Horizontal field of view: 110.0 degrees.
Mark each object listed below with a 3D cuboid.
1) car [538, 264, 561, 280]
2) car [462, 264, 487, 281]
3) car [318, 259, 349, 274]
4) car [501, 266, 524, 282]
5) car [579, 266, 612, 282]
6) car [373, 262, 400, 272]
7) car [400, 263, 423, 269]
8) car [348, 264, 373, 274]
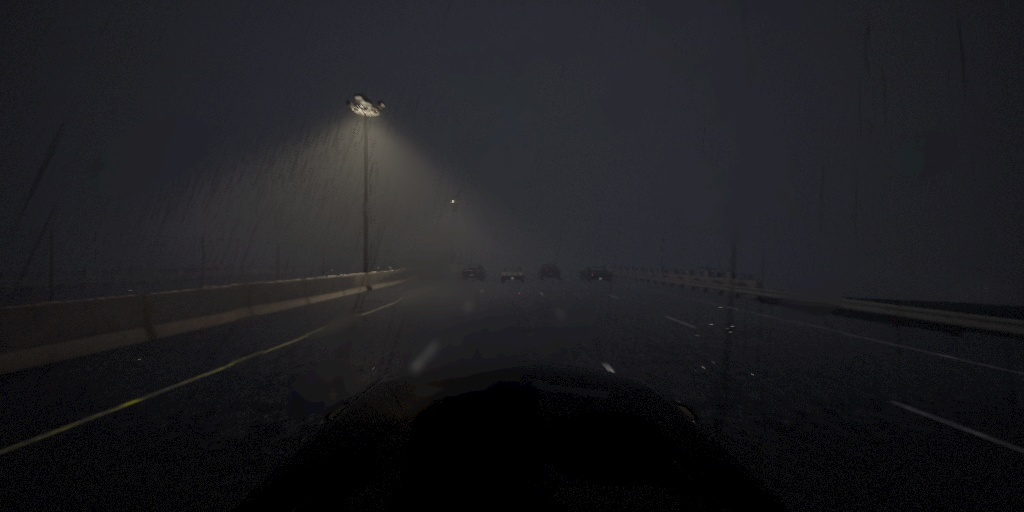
[{"bbox_3d":[3.544,1.458,34.488,1.882,1.535,5.008,0,0,0],"label":"car"},{"bbox_3d":[-3.458,1.472,33.357,2.128,1.511,4.902,0,-1,0],"label":"car"},{"bbox_3d":[-24.611,1.475,49.801,2.150,2.045,5.566,0,-1,1],"label":"car"},{"bbox_3d":[0.038,1.559,31.481,1.895,1.301,4.718,0,-1,0],"label":"car"},{"bbox_3d":[7.035,1.542,30.723,1.895,1.301,4.718,0,-1,0],"label":"car"},{"bbox_3d":[-17.610,1.629,51.463,2.097,1.767,4.553,0,-1,1],"label":"car"},{"bbox_3d":[-14.112,1.778,51.559,1.837,1.490,4.892,0,-1,0],"label":"car"},{"bbox_3d":[-21.108,1.844,51.356,1.994,1.385,4.181,0,-1,1],"label":"car"}]
